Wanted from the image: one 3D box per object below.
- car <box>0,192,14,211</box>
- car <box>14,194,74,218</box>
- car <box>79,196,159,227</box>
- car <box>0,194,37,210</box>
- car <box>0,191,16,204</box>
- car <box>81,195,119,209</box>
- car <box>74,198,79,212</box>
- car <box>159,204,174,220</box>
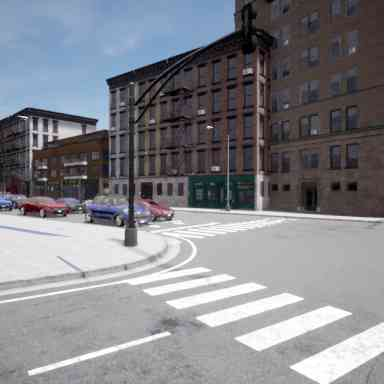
[{"bbox_3d":[-19.235,1.025,32.293,5.008,1.535,1.882,1,0,40],"label":"car"},{"bbox_3d":[-11.748,1.118,26.226,5.008,1.535,1.882,1,0,39],"label":"car"},{"bbox_3d":[-4.593,1.089,20.587,4.553,1.767,2.097,1,0,39],"label":"car"},{"bbox_3d":[-19.166,1.029,36.462,4.902,1.511,2.128,1,0,40],"label":"car"},{"bbox_3d":[-27.587,0.786,48.231,4.553,1.767,2.097,1,0,41],"label":"car"},{"bbox_3d":[-10.575,1.147,38.038,4.674,1.442,1.812,1,0,39],"label":"car"},{"bbox_3d":[-11.161,1.201,29.918,4.181,1.385,1.994,1,0,39],"label":"car"},{"bbox_3d":[-3.382,1.266,23.836,4.674,1.442,1.812,1,0,38],"label":"car"}]
